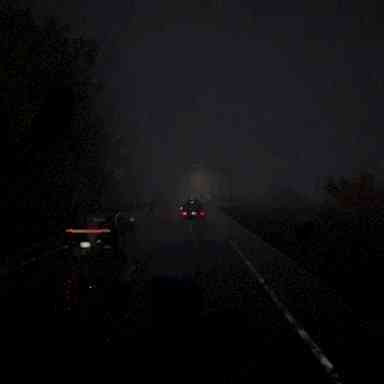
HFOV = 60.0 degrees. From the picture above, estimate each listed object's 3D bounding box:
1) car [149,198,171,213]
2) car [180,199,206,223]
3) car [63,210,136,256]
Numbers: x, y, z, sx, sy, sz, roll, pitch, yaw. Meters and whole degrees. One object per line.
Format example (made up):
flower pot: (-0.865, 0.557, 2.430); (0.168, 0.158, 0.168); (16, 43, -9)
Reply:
car: (-3.387, 1.424, 35.331); (1.837, 1.490, 4.892); (0, 0, 0)
car: (0.109, 1.493, 24.944); (2.033, 1.411, 5.357); (0, 0, 0)
car: (-3.395, 1.463, 13.019); (2.128, 1.511, 4.902); (0, 0, 0)
